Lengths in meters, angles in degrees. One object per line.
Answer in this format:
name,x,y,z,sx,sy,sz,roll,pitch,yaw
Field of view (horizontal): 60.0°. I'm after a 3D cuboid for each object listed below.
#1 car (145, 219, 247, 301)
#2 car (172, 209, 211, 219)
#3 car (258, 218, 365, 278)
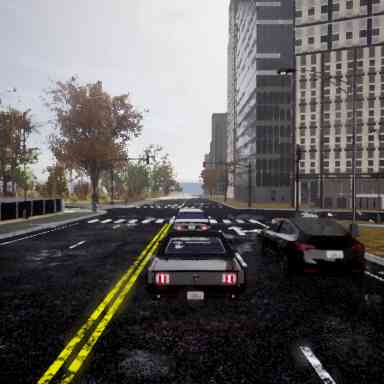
car,0.071,1.598,8.279,1.895,1.301,4.718,0,0,0
car,-0.015,1.544,16.519,2.033,1.411,5.357,0,0,0
car,3.340,1.501,10.109,2.163,1.488,4.792,0,0,0
